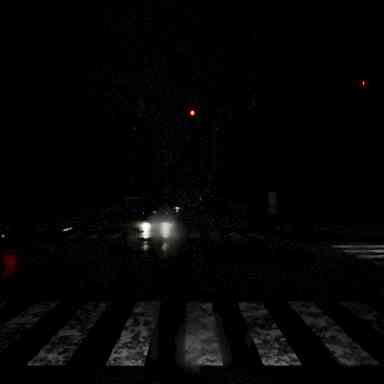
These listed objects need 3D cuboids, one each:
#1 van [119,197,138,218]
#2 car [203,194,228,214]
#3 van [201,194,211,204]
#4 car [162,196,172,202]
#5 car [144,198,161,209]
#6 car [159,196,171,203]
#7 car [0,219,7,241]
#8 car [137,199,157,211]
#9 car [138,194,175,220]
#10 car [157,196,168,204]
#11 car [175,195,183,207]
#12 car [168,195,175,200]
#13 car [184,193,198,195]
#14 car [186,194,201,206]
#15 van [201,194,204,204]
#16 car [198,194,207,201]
[{"bbox_3d":[-5.431,1.337,29.952,1.690,1.788,3.998,0,0,0],"label":"van"},{"bbox_3d":[2.678,1.311,35.365,2.192,1.841,5.009,0,0,0],"label":"car"},{"bbox_3d":[2.634,1.331,62.397,1.690,1.788,3.998,0,0,0],"label":"van"},{"bbox_3d":[-5.450,1.554,73.202,1.947,1.339,4.313,0,0,0],"label":"car"},{"bbox_3d":[-5.438,1.538,46.170,1.887,1.381,4.507,0,0,0],"label":"car"},{"bbox_3d":[-5.447,1.540,67.795,2.008,1.369,4.403,0,0,0],"label":"car"},{"bbox_3d":[-9.975,1.538,12.904,4.892,1.490,1.837,0,3,-13],"label":"car"},{"bbox_3d":[-5.436,1.561,40.764,1.947,1.339,4.313,0,0,0],"label":"car"},{"bbox_3d":[-2.869,1.219,28.399,2.150,2.045,5.566,0,0,0],"label":"car"},{"bbox_3d":[-5.445,1.516,62.220,1.752,1.417,4.829,0,0,0],"label":"car"},{"bbox_3d":[-2.857,1.540,51.215,2.033,1.411,5.357,0,0,0],"label":"car"},{"bbox_3d":[-5.457,1.566,89.420,1.802,1.307,4.206,0,0,0],"label":"car"},{"bbox_3d":[-0.047,1.481,65.166,2.128,1.511,4.902,0,0,0],"label":"car"},{"bbox_3d":[0.013,1.539,55.217,2.033,1.411,5.357,0,0,0],"label":"car"},{"bbox_3d":[2.651,1.334,51.584,1.690,1.788,3.998,0,0,0],"label":"van"},{"bbox_3d":[2.599,1.425,84.021,1.967,1.590,4.097,0,0,0],"label":"car"}]
